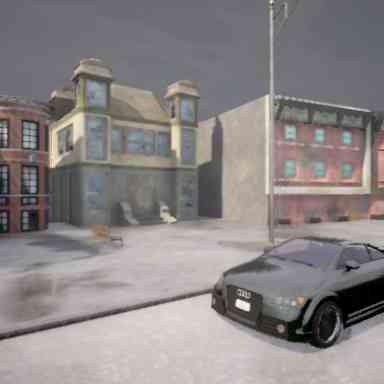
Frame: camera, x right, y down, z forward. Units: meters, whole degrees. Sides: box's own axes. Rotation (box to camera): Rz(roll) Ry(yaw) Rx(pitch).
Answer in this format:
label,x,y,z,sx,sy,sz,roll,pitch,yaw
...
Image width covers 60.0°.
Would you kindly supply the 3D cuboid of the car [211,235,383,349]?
label,x,y,z,sx,sy,sz,roll,pitch,yaw
car,2.403,1.565,6.306,4.181,1.385,1.994,0,0,-36
